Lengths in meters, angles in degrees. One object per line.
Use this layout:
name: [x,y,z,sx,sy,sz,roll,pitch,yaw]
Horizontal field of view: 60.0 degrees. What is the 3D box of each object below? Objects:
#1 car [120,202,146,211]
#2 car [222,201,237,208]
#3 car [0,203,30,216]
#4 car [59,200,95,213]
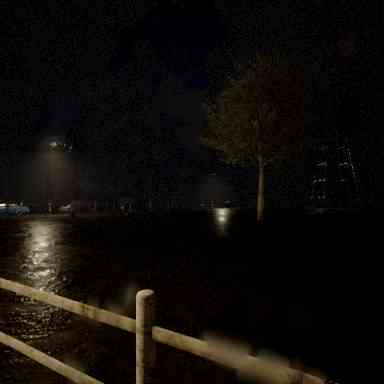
car: [-9.233,2.259,52.274,1.812,1.442,4.674,-2,-2,36]
car: [7.688,2.627,69.501,1.994,1.385,4.181,-2,-2,36]
car: [-20.707,1.951,36.325,2.033,1.411,5.357,-2,-2,35]
car: [-15.169,1.912,44.032,2.097,1.767,4.553,-2,-2,36]
